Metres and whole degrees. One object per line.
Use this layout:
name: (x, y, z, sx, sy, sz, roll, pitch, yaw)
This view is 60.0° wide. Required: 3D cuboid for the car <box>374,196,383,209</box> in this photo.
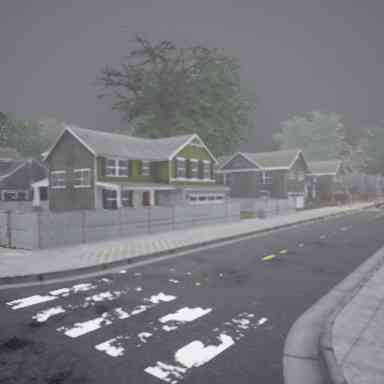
car: (23.605, 1.249, 40.468, 2.033, 1.411, 5.357, -1, 0, 38)
